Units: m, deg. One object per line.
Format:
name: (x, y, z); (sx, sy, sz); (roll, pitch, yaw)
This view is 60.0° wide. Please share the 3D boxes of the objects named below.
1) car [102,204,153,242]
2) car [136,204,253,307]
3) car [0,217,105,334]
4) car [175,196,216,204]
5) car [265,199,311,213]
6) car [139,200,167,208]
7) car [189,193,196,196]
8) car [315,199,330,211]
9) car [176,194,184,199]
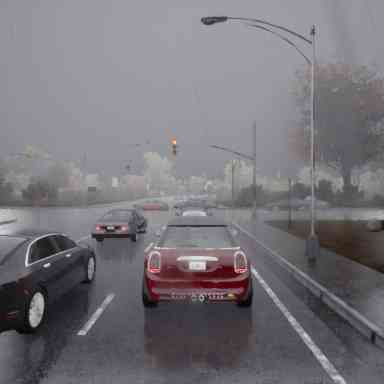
car: (-3.389, 1.547, 16.398); (2.033, 1.411, 5.357); (0, 0, 0)
car: (0.106, 1.352, 8.153); (2.097, 1.767, 4.553); (0, 0, 0)
car: (-3.394, 1.505, 6.740); (1.837, 1.490, 4.892); (0, 0, 0)
car: (0.417, 1.548, 40.793); (5.357, 1.411, 2.033); (0, 0, 3)
car: (10.527, 1.505, 36.708); (4.892, 1.490, 1.837); (0, 0, 3)
car: (-4.690, 1.564, 37.579); (4.181, 1.385, 1.994); (0, 0, 3)
car: (0.074, 1.518, 85.425); (1.812, 1.442, 4.674); (0, 0, 0)
car: (14.314, 1.563, 40.002); (4.181, 1.385, 1.994); (0, 0, 3)
car: (-3.377, 1.403, 95.420); (1.994, 1.385, 4.181); (0, 0, 1)
